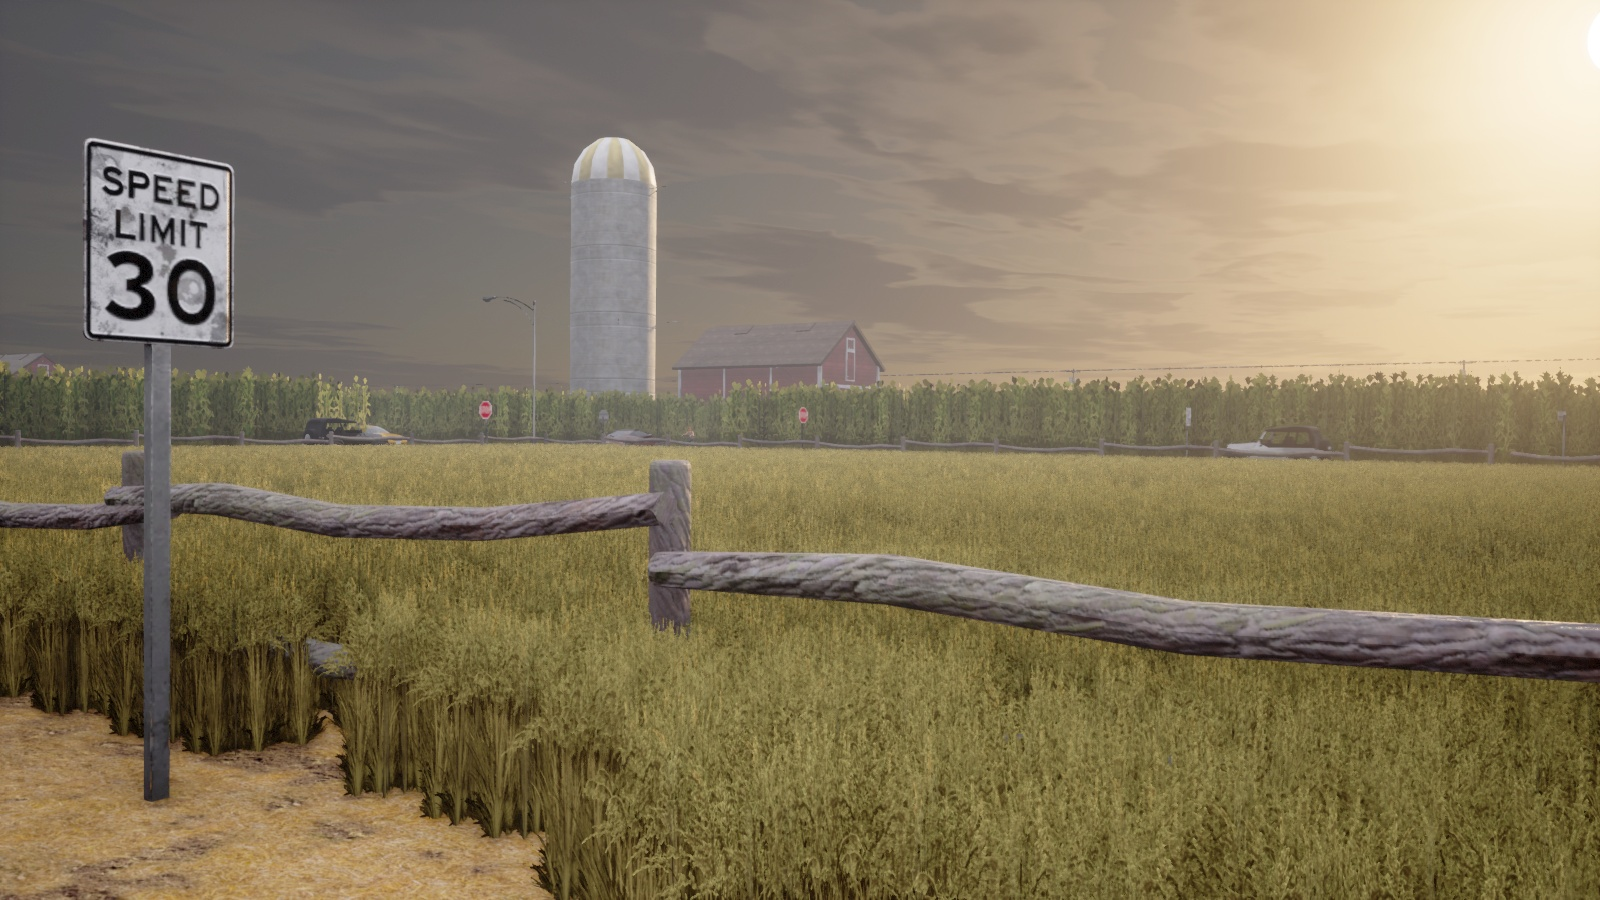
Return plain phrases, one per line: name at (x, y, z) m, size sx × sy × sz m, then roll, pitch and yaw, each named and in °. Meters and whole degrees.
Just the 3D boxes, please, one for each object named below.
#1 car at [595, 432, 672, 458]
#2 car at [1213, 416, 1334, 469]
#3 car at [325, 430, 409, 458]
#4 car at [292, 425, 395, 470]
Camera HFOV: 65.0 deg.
car at (-9.344, -0.314, 70.919) m, size 1.994 × 1.385 × 4.181 m, roll 0°, pitch 1°, yaw 35°
car at (17.634, -0.291, 46.793) m, size 3.866 × 1.878 × 1.905 m, roll 0°, pitch 1°, yaw 35°
car at (-25.212, -0.358, 73.115) m, size 5.366 × 1.575 × 1.801 m, roll 0°, pitch 1°, yaw 35°
car at (-20.114, -0.120, 55.455) m, size 1.905 × 1.878 × 3.866 m, roll 0°, pitch 1°, yaw 35°
